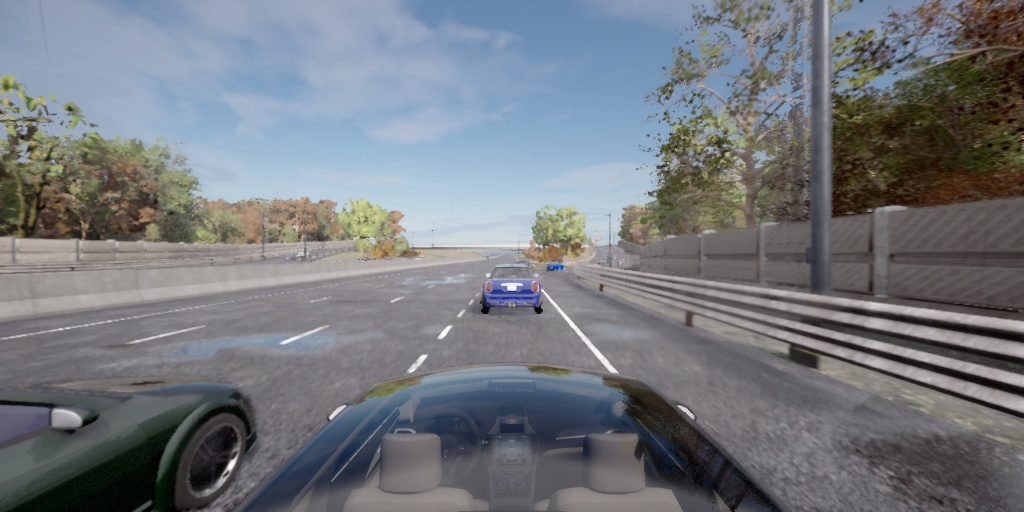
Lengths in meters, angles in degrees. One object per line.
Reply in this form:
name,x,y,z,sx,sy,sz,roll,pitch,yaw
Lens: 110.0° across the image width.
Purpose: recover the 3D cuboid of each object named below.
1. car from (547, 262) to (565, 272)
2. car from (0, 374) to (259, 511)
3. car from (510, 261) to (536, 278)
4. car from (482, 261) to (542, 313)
car,6.678,1.607,54.200,1.882,1.535,5.008,0,-1,22
car,-3.398,1.314,1.681,1.994,1.385,4.181,0,0,0
car,1.160,1.243,34.361,1.837,1.490,4.892,-1,0,9
car,0.002,1.093,14.177,2.097,1.767,4.553,0,0,0
